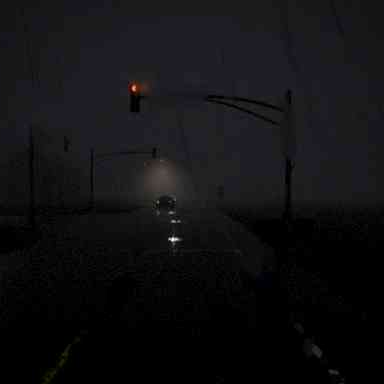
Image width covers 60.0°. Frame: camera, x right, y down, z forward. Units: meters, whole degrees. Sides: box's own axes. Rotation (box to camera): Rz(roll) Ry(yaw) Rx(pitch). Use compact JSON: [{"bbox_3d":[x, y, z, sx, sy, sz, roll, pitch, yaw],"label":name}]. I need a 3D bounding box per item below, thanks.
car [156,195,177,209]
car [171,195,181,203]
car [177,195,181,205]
[{"bbox_3d":[-3.470,1.296,43.655,2.097,1.767,4.553,0,0,0],"label":"car"},{"bbox_3d":[-3.308,1.414,69.381,1.812,1.442,4.674,0,0,0],"label":"car"},{"bbox_3d":[-3.434,1.274,54.520,2.097,1.767,4.553,0,0,0],"label":"car"}]
